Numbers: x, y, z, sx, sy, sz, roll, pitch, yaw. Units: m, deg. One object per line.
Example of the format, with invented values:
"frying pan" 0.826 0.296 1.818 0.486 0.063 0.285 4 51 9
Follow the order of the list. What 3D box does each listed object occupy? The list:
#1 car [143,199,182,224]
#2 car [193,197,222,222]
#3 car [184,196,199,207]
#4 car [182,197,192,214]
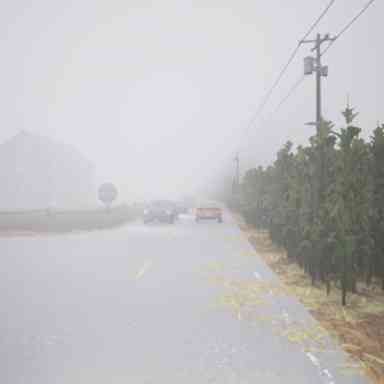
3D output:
"car" -2.201 1.335 24.509 2.097 1.767 4.553 0 0 4
"car" 1.371 1.459 26.548 1.882 1.535 5.008 0 0 4
"car" -0.538 1.320 46.051 2.097 1.767 4.553 0 0 5
"car" -1.457 1.541 34.271 1.994 1.385 4.181 0 0 4
